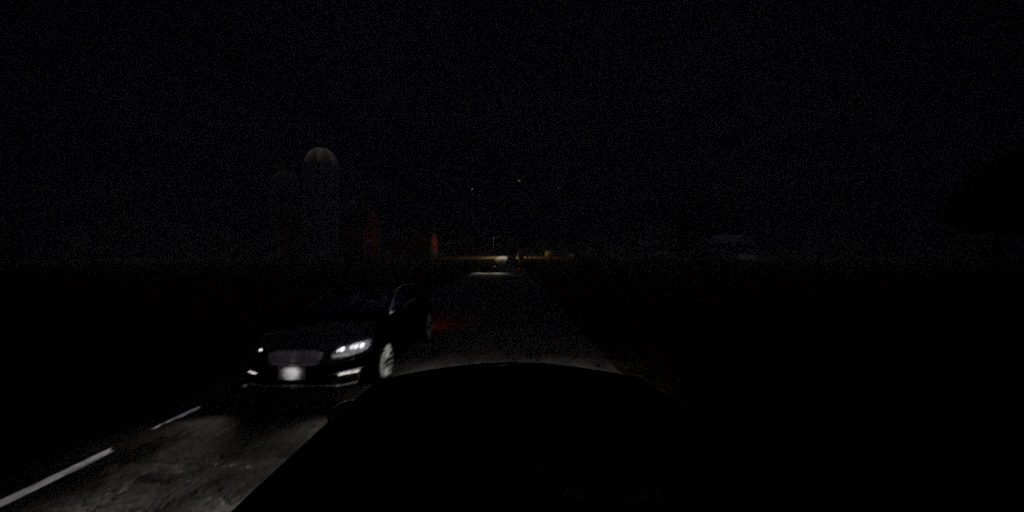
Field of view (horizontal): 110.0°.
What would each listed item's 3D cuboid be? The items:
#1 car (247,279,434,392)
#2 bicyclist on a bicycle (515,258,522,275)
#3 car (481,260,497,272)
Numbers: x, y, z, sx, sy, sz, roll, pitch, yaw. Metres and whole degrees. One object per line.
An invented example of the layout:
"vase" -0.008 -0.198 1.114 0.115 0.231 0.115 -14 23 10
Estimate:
"car" -2.842 1.250 7.073 2.128 1.511 4.902 0 0 0
"bicyclist on a bicycle" 0.737 1.193 38.559 0.866 1.612 1.509 0 0 0
"car" -2.846 1.197 44.965 1.882 1.535 5.008 0 0 0
